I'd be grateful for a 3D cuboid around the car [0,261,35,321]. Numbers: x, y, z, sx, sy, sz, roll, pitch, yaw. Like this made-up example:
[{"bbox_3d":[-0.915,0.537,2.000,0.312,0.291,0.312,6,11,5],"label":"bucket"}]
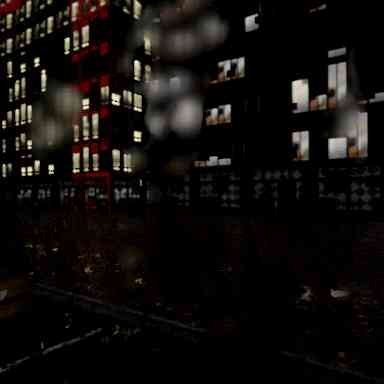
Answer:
[{"bbox_3d":[-4.913,1.592,6.371,4.829,1.417,1.752,-1,0,35],"label":"car"}]
